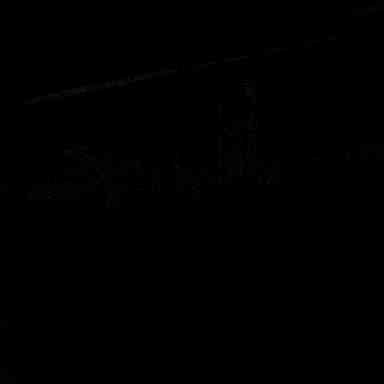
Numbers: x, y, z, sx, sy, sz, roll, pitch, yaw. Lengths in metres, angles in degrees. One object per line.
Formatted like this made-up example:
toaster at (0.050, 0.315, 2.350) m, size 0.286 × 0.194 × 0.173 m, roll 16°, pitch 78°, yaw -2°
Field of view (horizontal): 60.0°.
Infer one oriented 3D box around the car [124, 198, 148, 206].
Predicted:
car at (-10.988, 2.020, 65.033) m, size 3.633 × 1.501 × 1.845 m, roll -1°, pitch 0°, yaw 38°

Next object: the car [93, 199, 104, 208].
car at (-17.161, 1.977, 57.175) m, size 4.514 × 1.523 × 2.007 m, roll -1°, pitch 0°, yaw 38°

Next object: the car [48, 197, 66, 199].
car at (-29.303, 1.916, 71.036) m, size 3.866 × 1.878 × 1.905 m, roll -1°, pitch 0°, yaw 38°

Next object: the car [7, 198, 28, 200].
car at (-21.187, 1.661, 40.358) m, size 3.866 × 1.878 × 1.905 m, roll -1°, pitch 0°, yaw 38°

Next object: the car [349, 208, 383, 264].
car at (7.107, 1.552, 12.137) m, size 1.905 × 1.878 × 3.866 m, roll -1°, pitch 0°, yaw 38°

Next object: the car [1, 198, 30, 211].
car at (-25.376, 1.755, 47.785) m, size 4.605 × 1.855 × 1.932 m, roll -1°, pitch 0°, yaw 38°

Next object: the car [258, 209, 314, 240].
car at (5.306, 1.776, 19.037) m, size 2.242 × 1.667 × 4.611 m, roll -1°, pitch 0°, yaw 38°

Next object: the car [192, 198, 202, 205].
car at (2.344, 1.992, 69.666) m, size 5.027 × 1.636 × 2.152 m, roll -1°, pitch 0°, yaw 38°

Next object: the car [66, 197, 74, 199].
car at (-27.844, 1.946, 73.582) m, size 4.605 × 1.855 × 1.932 m, roll -1°, pitch 0°, yaw 38°

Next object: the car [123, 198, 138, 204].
car at (-16.317, 2.262, 88.158) m, size 3.633 × 1.501 × 1.845 m, roll -1°, pitch 0°, yaw 38°
